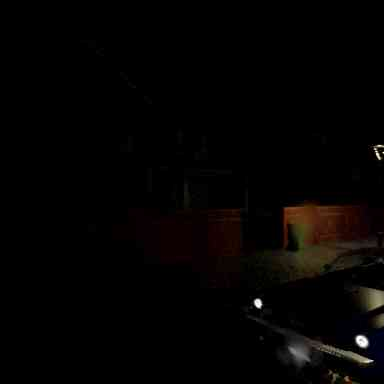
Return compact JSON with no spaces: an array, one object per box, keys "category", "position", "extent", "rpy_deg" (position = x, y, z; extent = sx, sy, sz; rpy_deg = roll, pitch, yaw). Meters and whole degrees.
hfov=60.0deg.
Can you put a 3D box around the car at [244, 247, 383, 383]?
[{"category":"car","position":[3.075,1.639,5.266],"extent":[4.718,1.301,1.895],"rpy_deg":[0,0,-35]}]
